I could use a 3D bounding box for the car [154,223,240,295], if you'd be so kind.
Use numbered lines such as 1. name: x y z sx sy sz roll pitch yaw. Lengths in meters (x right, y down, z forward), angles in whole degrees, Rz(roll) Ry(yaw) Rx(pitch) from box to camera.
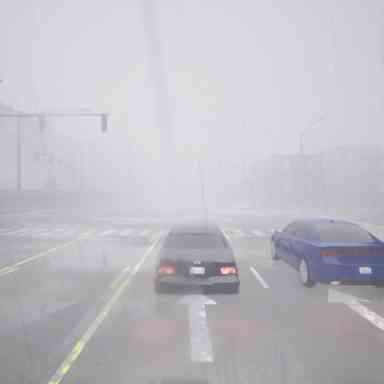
1. car: 0.098 1.547 8.852 2.033 1.411 5.357 0 0 0

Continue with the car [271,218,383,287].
1. car: 3.600 1.477 9.376 1.882 1.535 5.008 0 0 0
